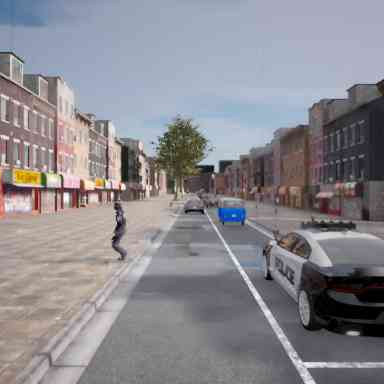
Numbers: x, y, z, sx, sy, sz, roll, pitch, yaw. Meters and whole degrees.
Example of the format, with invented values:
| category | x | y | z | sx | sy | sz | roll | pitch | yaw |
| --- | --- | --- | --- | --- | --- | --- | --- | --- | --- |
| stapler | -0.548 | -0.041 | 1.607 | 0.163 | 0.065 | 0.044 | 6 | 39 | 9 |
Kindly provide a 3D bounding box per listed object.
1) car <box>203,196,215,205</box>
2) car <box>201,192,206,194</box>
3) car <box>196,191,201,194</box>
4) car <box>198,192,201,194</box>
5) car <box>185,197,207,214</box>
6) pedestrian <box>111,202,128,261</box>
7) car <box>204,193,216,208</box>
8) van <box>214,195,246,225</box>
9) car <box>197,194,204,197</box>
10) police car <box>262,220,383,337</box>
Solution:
| category | x | y | z | sx | sy | sz | roll | pitch | yaw |
| --- | --- | --- | --- | --- | --- | --- | --- | --- | --- |
| car | 2.866 | 1.421 | 56.698 | 1.947 | 1.339 | 4.313 | 1 | 0 | 0 |
| car | 2.848 | 1.198 | 51.156 | 2.192 | 1.841 | 5.009 | 1 | 0 | 0 |
| car | 3.000 | 0.972 | 89.944 | 2.192 | 1.841 | 5.009 | 1 | 0 | 0 |
| car | 2.954 | 1.280 | 78.863 | 2.008 | 1.369 | 4.403 | 1 | 0 | 0 |
| car | 0.239 | 1.514 | 34.966 | 1.994 | 1.385 | 4.181 | 0 | 0 | 0 |
| pedestrian | -2.183 | 1.142 | 10.032 | 0.375 | 1.860 | 0.375 | 0 | 0 | 0 |
| car | 2.824 | 1.349 | 45.615 | 1.967 | 1.590 | 4.097 | 1 | 0 | 0 |
| van | 2.737 | 1.323 | 23.448 | 1.690 | 1.788 | 3.998 | 0 | 0 | 0 |
| car | 0.260 | 1.390 | 44.878 | 1.882 | 1.535 | 5.008 | 0 | 0 | 1 |
| police car | 2.777 | 1.426 | 6.997 | 1.930 | 1.638 | 5.238 | 0 | 0 | 0 |
